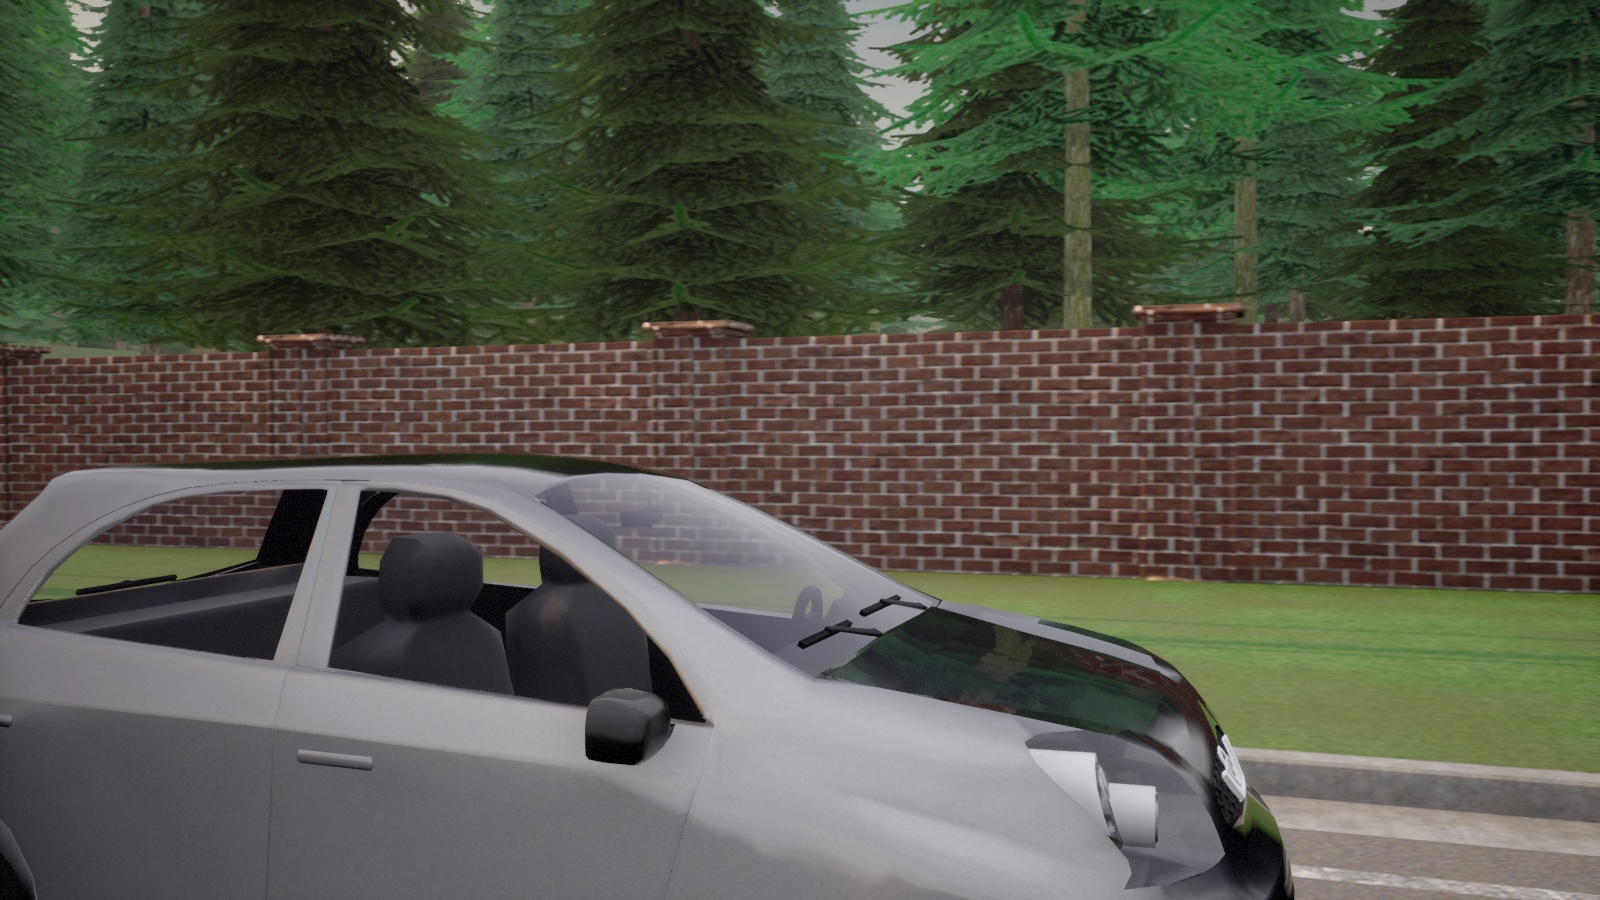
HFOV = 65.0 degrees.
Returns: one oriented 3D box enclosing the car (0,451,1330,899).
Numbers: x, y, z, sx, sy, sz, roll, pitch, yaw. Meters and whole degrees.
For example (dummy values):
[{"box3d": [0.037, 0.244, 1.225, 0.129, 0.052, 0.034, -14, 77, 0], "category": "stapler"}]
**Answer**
[{"box3d": [-0.614, 0.784, 3.400, 3.633, 1.501, 1.845, 1, 1, 19], "category": "car"}]
